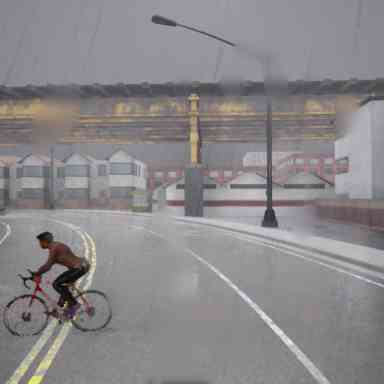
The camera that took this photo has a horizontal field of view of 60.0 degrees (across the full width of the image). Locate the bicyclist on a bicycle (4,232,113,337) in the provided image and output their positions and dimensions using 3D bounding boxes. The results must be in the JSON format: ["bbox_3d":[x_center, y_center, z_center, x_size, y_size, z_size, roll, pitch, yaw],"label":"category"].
[{"bbox_3d":[-2.094,1.438,5.200,1.656,1.620,0.582,-2,1,-7],"label":"bicyclist on a bicycle"}]

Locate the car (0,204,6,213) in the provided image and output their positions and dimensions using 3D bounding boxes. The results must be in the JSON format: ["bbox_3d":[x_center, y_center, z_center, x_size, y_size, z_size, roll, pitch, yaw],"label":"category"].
[{"bbox_3d":[-24.618,1.838,39.860,5.357,1.411,2.033,-1,-2,28],"label":"car"}]
